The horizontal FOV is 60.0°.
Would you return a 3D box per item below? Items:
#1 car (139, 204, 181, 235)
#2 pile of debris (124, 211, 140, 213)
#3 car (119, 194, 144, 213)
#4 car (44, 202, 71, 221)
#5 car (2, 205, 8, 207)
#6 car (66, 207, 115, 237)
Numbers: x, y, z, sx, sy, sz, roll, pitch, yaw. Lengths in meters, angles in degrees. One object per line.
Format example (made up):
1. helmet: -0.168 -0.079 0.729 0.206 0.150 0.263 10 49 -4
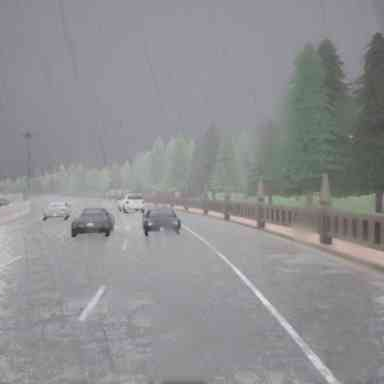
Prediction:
1. car: -1.835 1.594 18.761 1.895 1.301 4.718 0 0 -10
2. pile of debris: -6.597 2.173 36.455 1.500 0.140 1.860 0 0 -20
3. car: -6.680 1.219 36.537 2.150 2.045 5.566 0 0 -20
4. car: -11.235 1.547 27.913 1.812 1.442 4.674 0 0 -16
5. car: -26.781 1.612 47.009 2.033 1.411 5.357 0 0 -26
6. car: -5.357 1.570 18.375 1.994 1.385 4.181 0 0 -10
